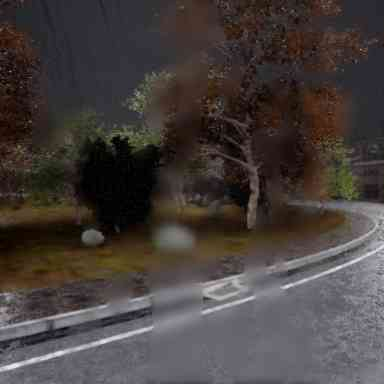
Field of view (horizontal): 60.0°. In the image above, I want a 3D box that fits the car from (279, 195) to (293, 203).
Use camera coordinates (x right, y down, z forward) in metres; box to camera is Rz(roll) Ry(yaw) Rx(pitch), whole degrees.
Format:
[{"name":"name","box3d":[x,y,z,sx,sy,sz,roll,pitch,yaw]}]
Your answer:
[{"name":"car","box3d":[19.427,1.468,69.706,1.882,1.535,5.008,-2,0,-10]}]
